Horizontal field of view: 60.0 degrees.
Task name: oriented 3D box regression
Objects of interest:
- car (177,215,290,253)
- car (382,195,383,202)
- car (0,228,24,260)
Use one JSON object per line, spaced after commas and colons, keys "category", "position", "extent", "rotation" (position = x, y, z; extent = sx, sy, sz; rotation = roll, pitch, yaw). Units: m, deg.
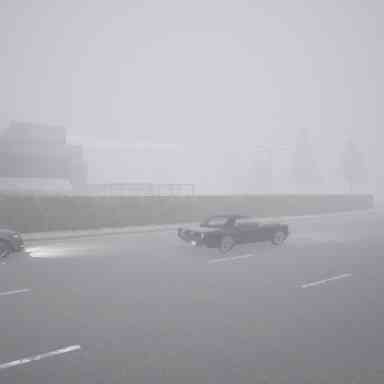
{"category": "car", "position": [1.852, 1.601, 13.658], "extent": [4.718, 1.301, 1.895], "rotation": [0, 0, -35]}
{"category": "car", "position": [43.439, 1.225, 72.717], "extent": [2.150, 2.045, 5.566], "rotation": [0, 0, 15]}
{"category": "car", "position": [-7.918, 1.564, 10.998], "extent": [4.181, 1.385, 1.994], "rotation": [0, 0, -35]}
